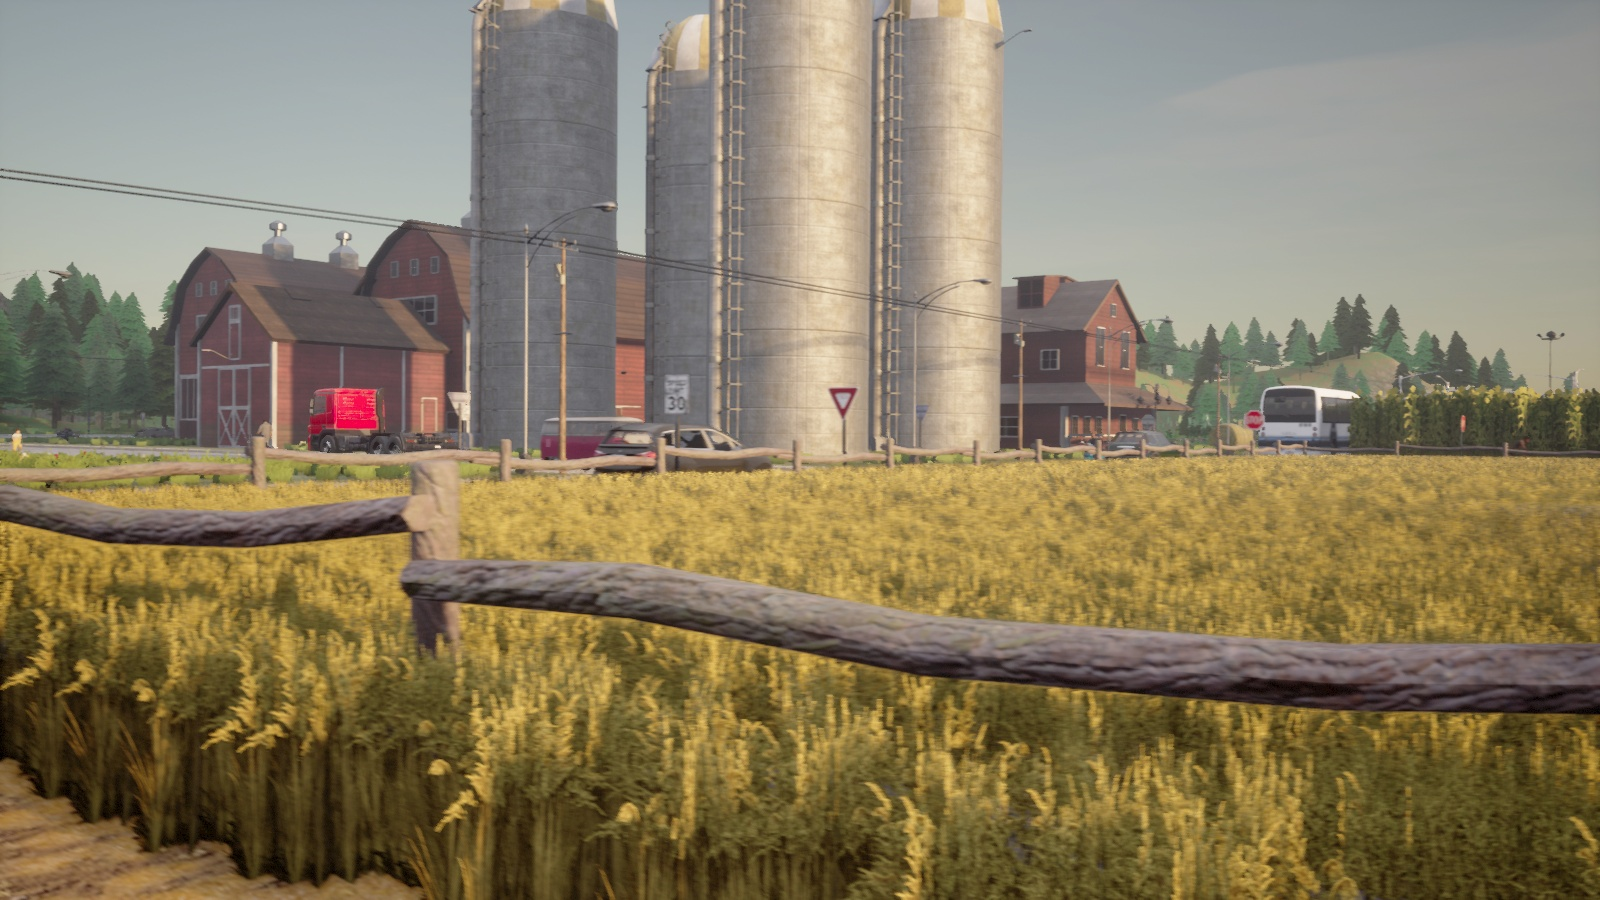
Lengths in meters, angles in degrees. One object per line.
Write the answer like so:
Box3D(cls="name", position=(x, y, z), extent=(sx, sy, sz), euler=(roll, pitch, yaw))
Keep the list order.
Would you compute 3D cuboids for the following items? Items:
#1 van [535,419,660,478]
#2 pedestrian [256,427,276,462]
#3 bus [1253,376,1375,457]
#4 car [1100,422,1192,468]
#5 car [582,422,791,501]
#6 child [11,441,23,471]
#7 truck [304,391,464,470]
Box3D(cls="van", position=(-7.279, -0.063, 45.013), extent=(4.442, 1.987, 1.775), euler=(0, 1, 36))
Box3D(cls="pedestrian", position=(-29.862, -0.302, 70.249), extent=(0.873, 1.952, 0.659), euler=(0, 1, 36))
Box3D(cls="bus", position=(29.257, -1.881, 71.129), extent=(3.944, 4.253, 10.273), euler=(0, 1, 37))
Box3D(cls="car", position=(14.055, -0.232, 50.852), extent=(2.097, 1.767, 4.553), euler=(0, 1, 37))
Box3D(cls="car", position=(-2.497, 0.205, 28.770), extent=(2.242, 1.667, 4.611), euler=(0, 1, 37))
Box3D(cls="child", position=(-33.365, 0.238, 53.537), extent=(0.437, 1.263, 0.270), euler=(0, 1, 35))
Box3D(cls="truck", position=(-19.297, -0.868, 58.056), extent=(7.936, 3.462, 2.891), euler=(0, 1, 36))
